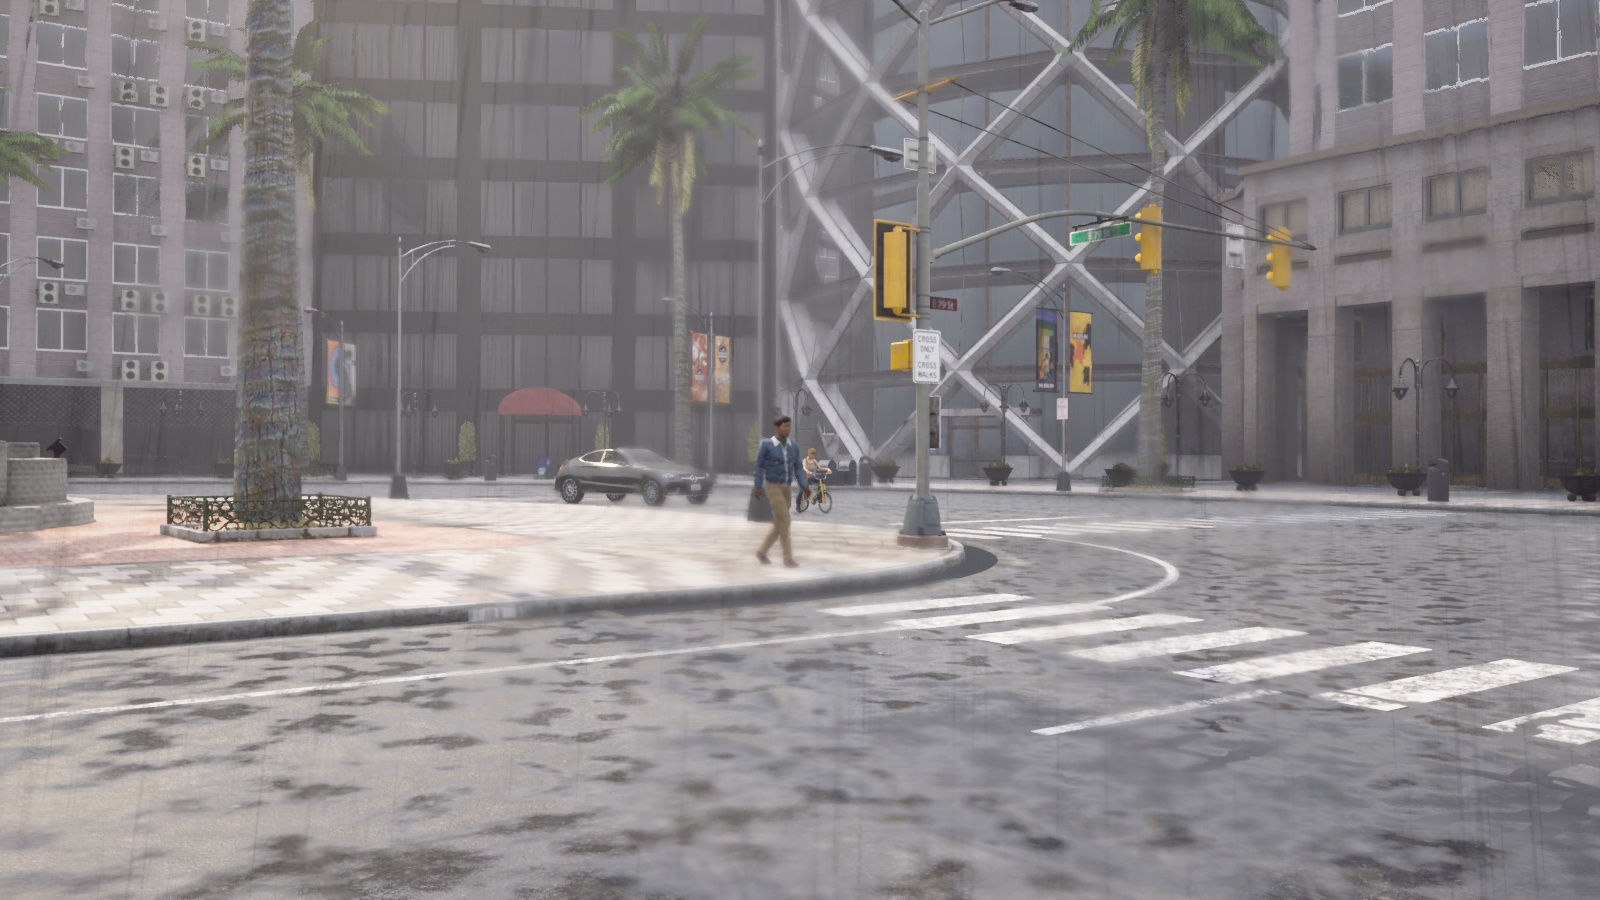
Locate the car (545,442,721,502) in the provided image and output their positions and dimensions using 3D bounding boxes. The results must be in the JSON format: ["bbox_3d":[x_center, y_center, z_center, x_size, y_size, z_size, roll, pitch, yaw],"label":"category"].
[{"bbox_3d":[-4.957,0.624,36.961,5.027,1.651,2.152,0,0,36],"label":"car"}]

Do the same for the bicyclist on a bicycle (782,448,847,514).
[{"bbox_3d":[0.350,0.757,31.273,0.866,1.612,1.509,0,0,-37],"label":"bicyclist on a bicycle"}]

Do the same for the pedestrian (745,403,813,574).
[{"bbox_3d":[-0.249,0.438,14.722,0.423,1.949,0.788,0,0,-36],"label":"pedestrian"}]
